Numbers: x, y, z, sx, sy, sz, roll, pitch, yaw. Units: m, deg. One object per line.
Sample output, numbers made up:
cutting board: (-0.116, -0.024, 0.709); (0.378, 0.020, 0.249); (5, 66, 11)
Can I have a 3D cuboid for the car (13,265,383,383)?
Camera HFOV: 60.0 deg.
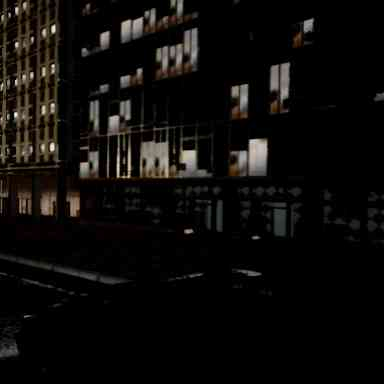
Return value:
car: (0.320, 1.554, 3.456); (5.357, 1.411, 2.033); (0, 0, 35)
